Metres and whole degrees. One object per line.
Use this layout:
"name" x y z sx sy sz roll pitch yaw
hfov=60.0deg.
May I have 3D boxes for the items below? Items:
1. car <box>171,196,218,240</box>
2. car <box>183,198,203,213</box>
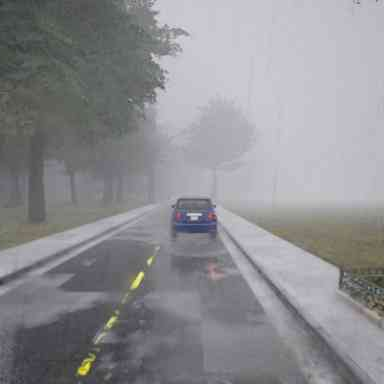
"car" 0.097 1.225 17.081 2.150 2.045 5.566 0 0 0
"car" 0.095 1.497 37.767 2.128 1.511 4.902 0 0 0
